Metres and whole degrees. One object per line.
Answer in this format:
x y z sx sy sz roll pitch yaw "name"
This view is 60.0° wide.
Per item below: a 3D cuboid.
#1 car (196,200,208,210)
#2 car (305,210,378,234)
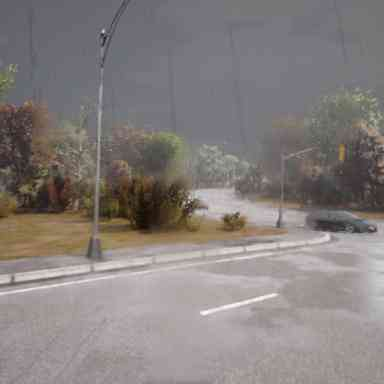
0.865 1.714 44.502 1.994 1.385 4.181 2 1 -16 "car"
9.856 1.981 22.312 1.837 1.490 4.892 2 0 -28 "car"
